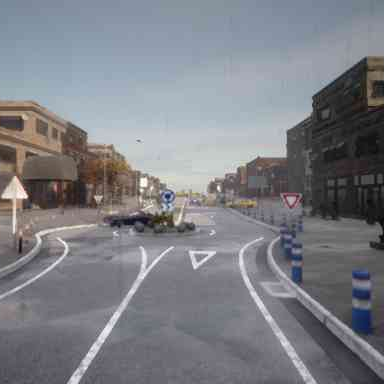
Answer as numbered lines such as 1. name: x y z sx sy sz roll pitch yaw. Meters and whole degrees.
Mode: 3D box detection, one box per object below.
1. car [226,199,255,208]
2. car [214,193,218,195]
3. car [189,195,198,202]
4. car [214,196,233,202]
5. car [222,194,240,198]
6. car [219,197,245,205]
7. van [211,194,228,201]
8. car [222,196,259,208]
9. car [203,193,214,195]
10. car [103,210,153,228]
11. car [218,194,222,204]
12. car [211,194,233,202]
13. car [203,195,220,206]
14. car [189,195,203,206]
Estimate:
1. car: 8.182 1.865 56.368 4.674 1.452 2.002 0 1 -1
2. car: 7.930 1.680 78.412 5.008 1.535 2.097 0 0 -1
3. car: 0.303 1.510 76.766 1.882 1.535 5.008 0 0 -1
4. car: 7.864 1.720 83.924 4.674 1.452 2.002 0 0 -1
5. car: 8.115 1.668 59.121 4.553 1.767 2.185 0 1 -1
6. car: 8.047 1.723 67.389 5.008 1.535 2.097 0 0 -1
7. van: 7.649 1.480 92.193 4.442 1.987 1.878 0 0 -1
8. car: 8.025 1.856 53.608 5.366 1.575 1.946 0 1 -1
9. car: 3.303 1.573 76.801 2.033 1.411 5.357 0 0 -1
10. car: -4.703 2.187 27.137 4.718 1.301 1.895 1 -1 -33
11. car: 8.144 1.515 61.875 5.566 2.045 2.435 0 1 -1
12. car: 7.801 1.433 86.683 5.566 2.045 2.435 0 0 -1
13. car: 3.485 1.783 60.957 1.882 1.535 5.008 0 1 -1
14. car: 0.486 1.666 60.892 2.097 1.767 4.553 0 1 -1
